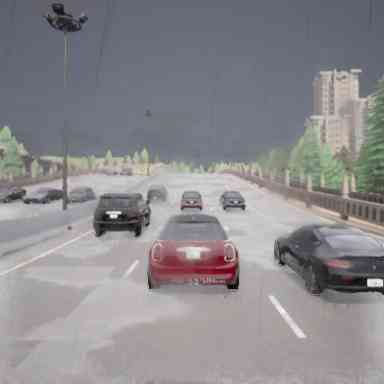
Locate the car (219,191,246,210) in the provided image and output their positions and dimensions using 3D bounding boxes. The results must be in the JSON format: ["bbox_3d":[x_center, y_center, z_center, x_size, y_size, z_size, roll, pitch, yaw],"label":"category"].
[{"bbox_3d":[3.463,0.639,28.846,2.033,1.411,5.357,0,5,0],"label":"car"}]

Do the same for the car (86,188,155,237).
[{"bbox_3d":[-3.478,1.041,17.384,2.150,2.045,5.566,0,3,0],"label":"car"}]

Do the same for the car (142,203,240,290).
[{"bbox_3d":[0.037,1.375,9.334,2.097,1.767,4.553,0,0,0],"label":"car"}]

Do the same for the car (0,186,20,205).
[{"bbox_3d":[-17.740,0.279,32.037,2.128,1.511,4.902,0,6,0],"label":"car"}]

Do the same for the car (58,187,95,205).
[{"bbox_3d":[-10.741,0.295,32.052,1.837,1.490,4.892,0,6,0],"label":"car"}]

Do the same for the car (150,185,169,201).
[{"bbox_3d":[-3.558,0.037,34.620,1.837,1.490,4.892,0,6,0],"label":"car"}]

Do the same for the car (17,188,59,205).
[{"bbox_3d":[-14.242,0.332,32.086,2.033,1.411,5.357,0,6,0],"label":"car"}]

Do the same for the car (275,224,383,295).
[{"bbox_3d":[3.535,1.555,8.701,1.812,1.442,4.674,0,1,0],"label":"car"}]

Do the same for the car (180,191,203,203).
[{"bbox_3d":[-0.035,0.644,28.770,2.033,1.411,5.357,0,5,0],"label":"car"}]

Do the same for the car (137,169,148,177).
[{"bbox_3d":[-10.834,-4.180,72.921,1.882,1.535,5.008,0,6,0],"label":"car"}]

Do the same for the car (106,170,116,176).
[{"bbox_3d":[-17.840,-4.260,74.251,1.994,1.385,4.181,0,6,0],"label":"car"}]

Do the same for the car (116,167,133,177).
[{"bbox_3d":[-14.334,-4.428,72.848,2.150,2.045,5.566,0,6,0],"label":"car"}]
